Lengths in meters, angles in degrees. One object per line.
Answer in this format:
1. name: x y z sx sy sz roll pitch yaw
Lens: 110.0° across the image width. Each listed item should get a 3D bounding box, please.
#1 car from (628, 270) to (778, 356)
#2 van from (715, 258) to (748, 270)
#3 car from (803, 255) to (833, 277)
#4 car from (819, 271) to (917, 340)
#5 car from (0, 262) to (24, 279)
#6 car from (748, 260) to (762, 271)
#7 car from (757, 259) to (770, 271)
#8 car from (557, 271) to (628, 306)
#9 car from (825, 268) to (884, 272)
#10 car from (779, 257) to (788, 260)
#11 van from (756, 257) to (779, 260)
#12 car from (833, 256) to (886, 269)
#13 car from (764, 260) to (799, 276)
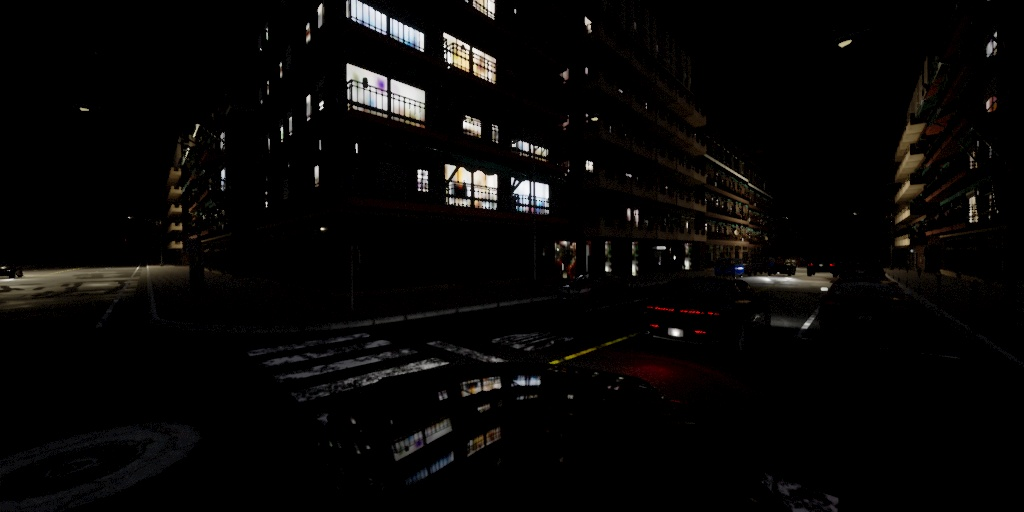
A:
1. car: 4.891 1.248 8.765 1.837 1.490 4.892 0 0 44
2. van: 19.231 1.065 31.717 1.690 1.789 3.998 0 0 44
3. car: 30.323 0.947 34.891 2.150 2.045 5.566 0 0 45
4. car: 9.689 1.289 9.857 1.888 1.381 4.507 0 0 44
5. car: -45.469 1.273 31.918 4.674 1.442 1.812 0 1 44
6. car: 23.170 1.304 35.787 1.802 1.307 4.207 0 0 44
7. car: 27.107 1.302 39.858 1.802 1.307 4.207 0 0 44
8. car: 3.693 1.318 15.665 1.802 1.307 4.207 0 0 44
9. car: 13.390 1.307 13.681 1.948 1.339 4.313 0 0 44
10. car: 34.957 1.031 48.026 2.192 1.841 5.009 0 0 44
11. van: 31.039 1.059 43.937 1.690 1.789 3.998 0 0 44
12. car: 21.268 1.049 21.819 2.192 1.841 5.009 0 0 44
13. car: 27.196 1.324 36.123 1.895 1.301 4.718 0 0 44
